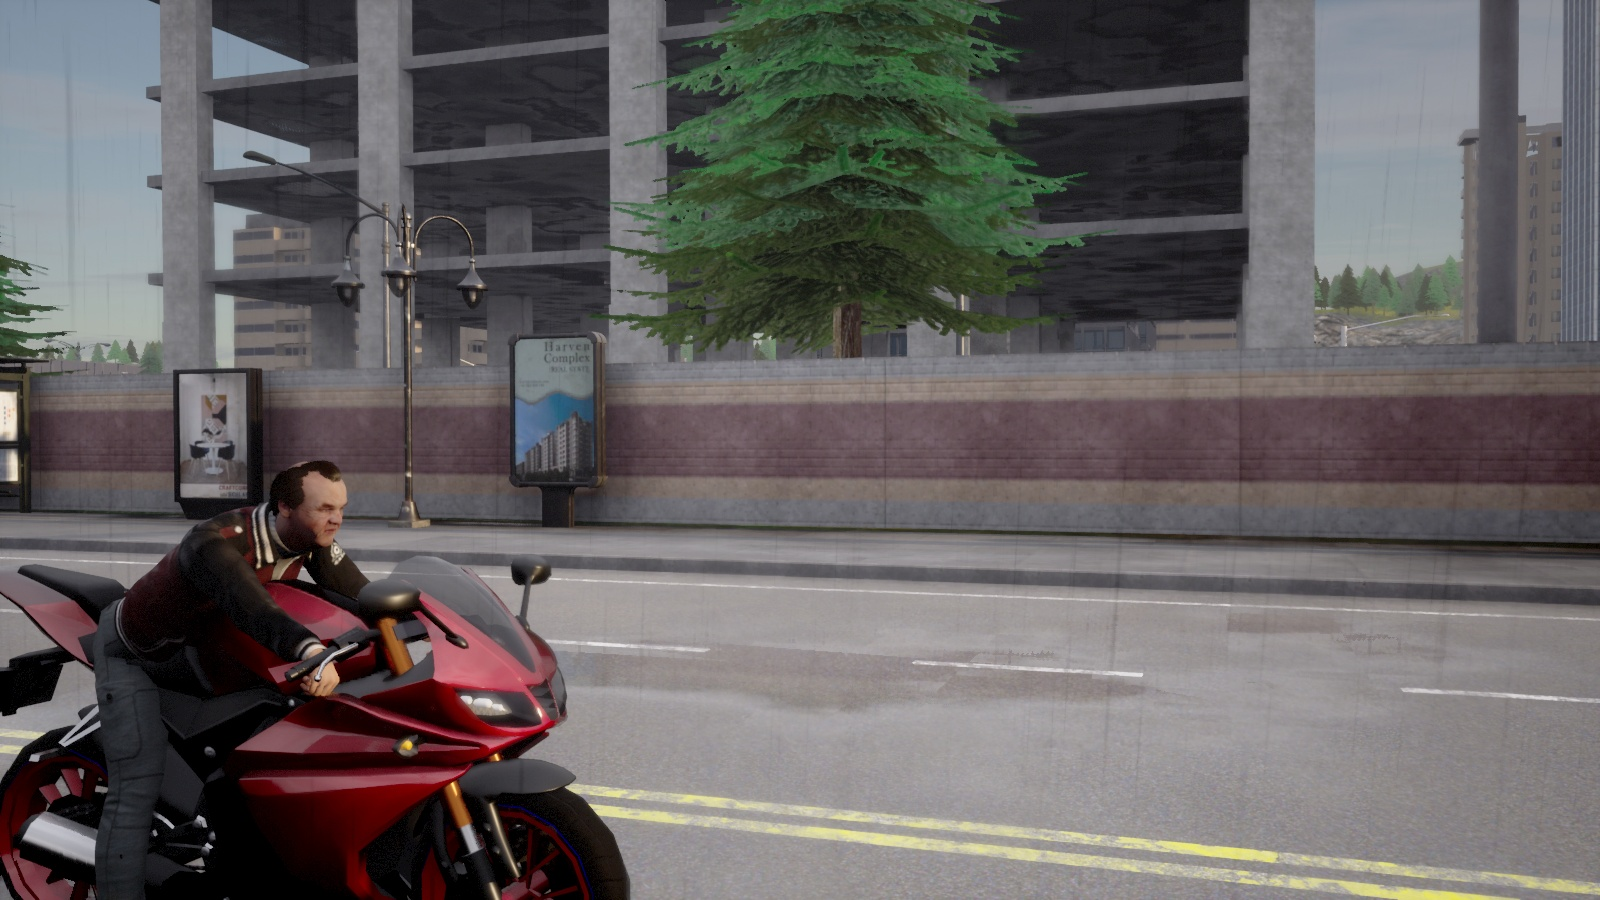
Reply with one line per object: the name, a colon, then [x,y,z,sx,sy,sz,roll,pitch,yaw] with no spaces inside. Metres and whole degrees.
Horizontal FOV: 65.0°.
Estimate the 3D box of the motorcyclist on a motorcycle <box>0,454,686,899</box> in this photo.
motorcyclist on a motorcycle: [-1.520,0.797,3.704,2.191,1.530,0.866,1,1,19]
